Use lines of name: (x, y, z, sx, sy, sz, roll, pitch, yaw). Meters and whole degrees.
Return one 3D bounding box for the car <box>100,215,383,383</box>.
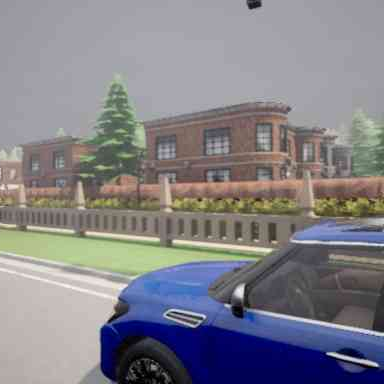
car: (1.663, 1.223, 2.806, 5.566, 2.045, 2.150, -1, 0, 35)
